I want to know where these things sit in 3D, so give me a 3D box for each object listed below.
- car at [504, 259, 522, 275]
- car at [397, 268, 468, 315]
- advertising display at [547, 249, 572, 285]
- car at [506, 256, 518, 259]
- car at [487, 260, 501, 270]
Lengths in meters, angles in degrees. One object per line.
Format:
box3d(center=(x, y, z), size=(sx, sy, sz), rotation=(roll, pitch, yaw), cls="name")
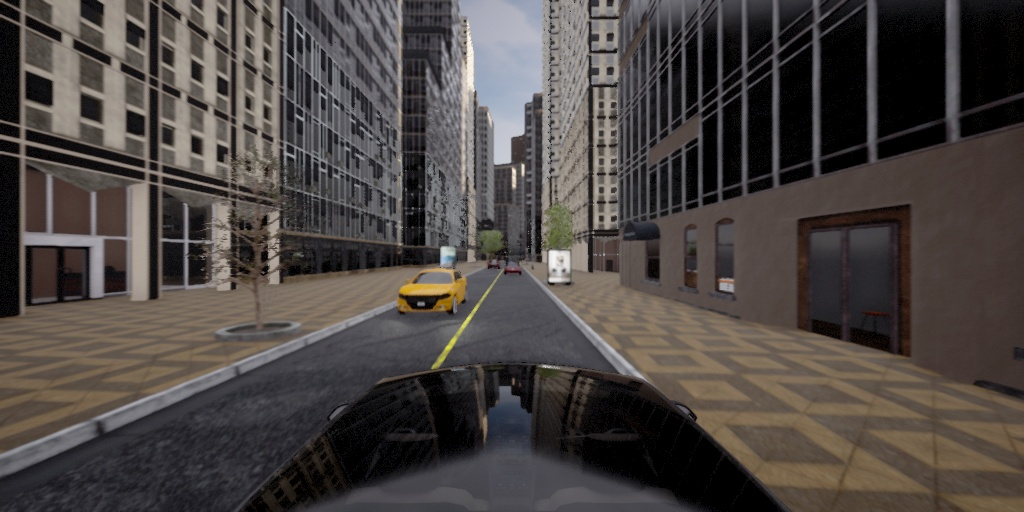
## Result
box3d(center=(0.085, 1.353, 40.247), size=(1.994, 1.385, 4.181), rotation=(0, 0, 0), cls="car")
box3d(center=(-2.845, 1.226, 13.725), size=(1.882, 1.535, 5.008), rotation=(0, 0, 0), cls="car")
box3d(center=(3.017, 0.782, 22.860), size=(1.540, 2.440, 0.280), rotation=(0, 0, 0), cls="advertising display")
box3d(center=(0.020, 1.031, 50.603), size=(2.150, 2.045, 5.566), rotation=(0, 0, 0), cls="car")
box3d(center=(-2.784, 1.295, 55.550), size=(1.882, 1.535, 5.008), rotation=(0, 0, 1), cls="car")
